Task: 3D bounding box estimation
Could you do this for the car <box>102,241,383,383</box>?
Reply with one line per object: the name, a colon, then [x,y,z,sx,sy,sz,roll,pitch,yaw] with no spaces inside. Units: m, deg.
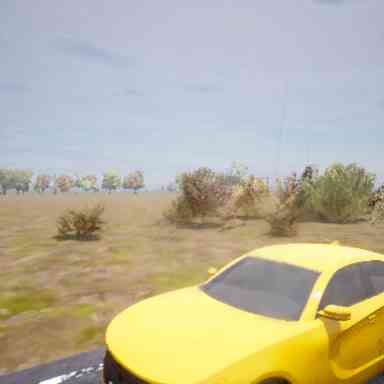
car: [1.385,1.470,4.301,5.008,1.535,1.882,0,0,-35]
